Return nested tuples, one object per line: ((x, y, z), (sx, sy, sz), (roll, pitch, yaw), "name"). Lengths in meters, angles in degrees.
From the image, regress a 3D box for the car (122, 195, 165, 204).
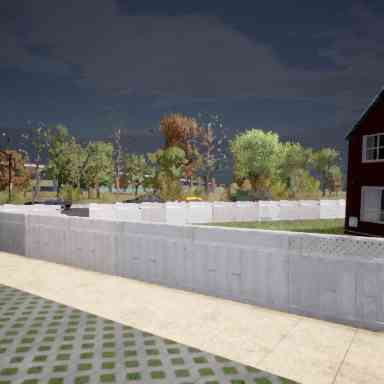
((-5.480, 1.091, 37.803), (4.892, 1.490, 1.837), (0, 2, -19), "car")

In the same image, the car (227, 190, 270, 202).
((7.215, 0.726, 42.027), (5.566, 2.045, 2.150), (0, 2, -18), "car")

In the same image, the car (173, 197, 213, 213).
((0.323, 1.263, 32.685), (5.008, 1.535, 1.882), (-1, 2, -18), "car")

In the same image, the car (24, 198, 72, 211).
((-14.967, 1.259, 34.634), (4.718, 1.301, 1.895), (0, 2, -18), "car")
